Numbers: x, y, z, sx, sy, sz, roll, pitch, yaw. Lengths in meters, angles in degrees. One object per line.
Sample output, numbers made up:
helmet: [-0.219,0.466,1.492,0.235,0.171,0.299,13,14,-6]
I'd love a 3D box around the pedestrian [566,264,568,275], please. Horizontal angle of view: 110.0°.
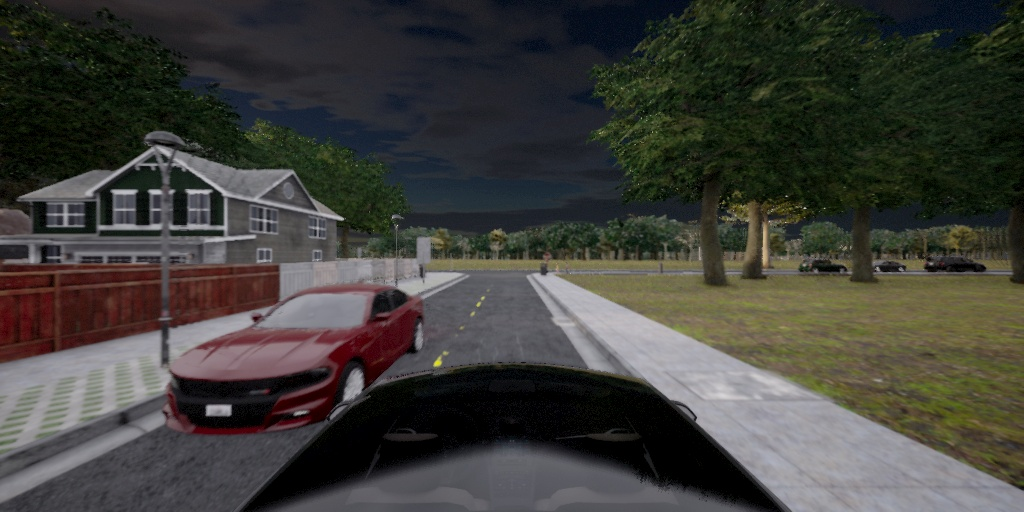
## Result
pedestrian: [5.515,0.936,36.074,0.375,1.860,0.375,0,0,0]

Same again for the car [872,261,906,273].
car: [46.430,1.328,45.003,4.892,1.490,1.837,0,0,0]

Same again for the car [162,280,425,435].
car: [-2.850,1.228,5.983,1.882,1.535,5.008,0,0,0]

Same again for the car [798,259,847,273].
car: [36.576,1.152,42.280,4.553,1.767,2.097,0,0,0]

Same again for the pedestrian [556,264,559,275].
pedestrian: [4.515,1.288,35.474,0.500,1.100,0.500,0,0,0]

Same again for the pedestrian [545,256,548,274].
pedestrian: [3.515,0.895,36.675,0.375,1.860,0.375,0,0,0]
